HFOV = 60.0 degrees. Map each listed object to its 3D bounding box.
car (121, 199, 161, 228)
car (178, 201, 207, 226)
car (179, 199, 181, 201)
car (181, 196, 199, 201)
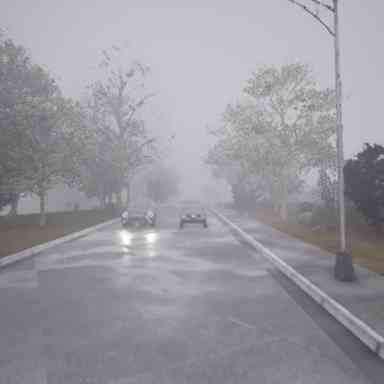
[{"bbox_3d":[-3.348,1.371,22.480,2.097,1.767,4.553,0,0,0],"label":"car"},{"bbox_3d":[0.094,1.567,23.254,2.033,1.411,5.357,0,0,0],"label":"car"},{"bbox_3d":[-1.168,1.570,63.325,1.837,1.490,4.892,-2,0,16],"label":"car"},{"bbox_3d":[0.114,1.524,41.942,2.128,1.511,4.902,0,0,0],"label":"car"}]
